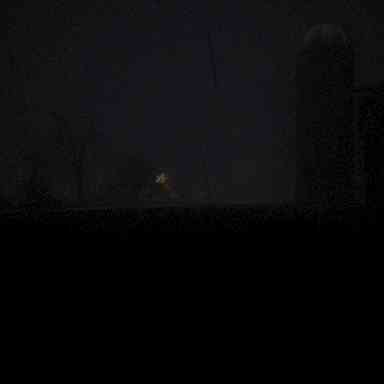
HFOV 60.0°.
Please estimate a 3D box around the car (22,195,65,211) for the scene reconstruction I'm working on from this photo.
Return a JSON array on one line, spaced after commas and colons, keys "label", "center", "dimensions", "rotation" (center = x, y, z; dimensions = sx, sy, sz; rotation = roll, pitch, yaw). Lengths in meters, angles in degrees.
[{"label": "car", "center": [-20.078, 1.490, 45.131], "dimensions": [2.150, 2.045, 5.566], "rotation": [0, 0, 36]}]
